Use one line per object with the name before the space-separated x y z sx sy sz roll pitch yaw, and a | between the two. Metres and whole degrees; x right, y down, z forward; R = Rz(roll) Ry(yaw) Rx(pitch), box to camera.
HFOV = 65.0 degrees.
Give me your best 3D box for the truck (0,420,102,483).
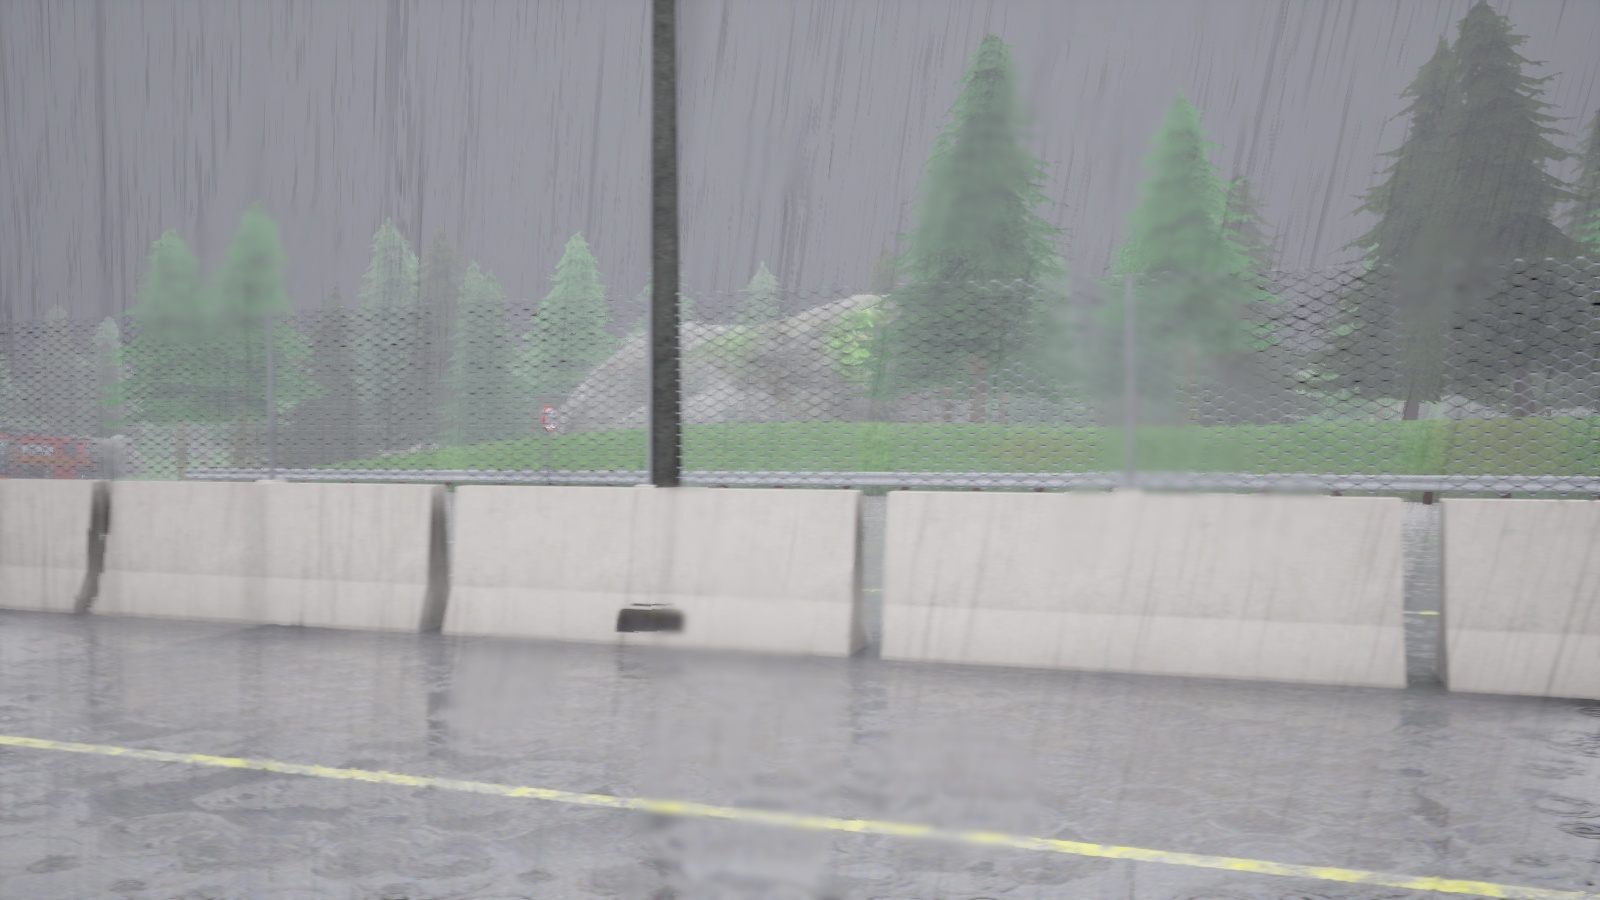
truck | -51.181 0.196 84.860 2.891 3.827 8.468 0 -3 3
